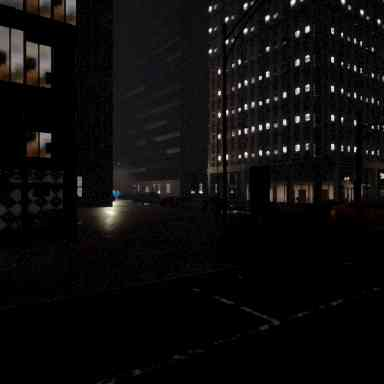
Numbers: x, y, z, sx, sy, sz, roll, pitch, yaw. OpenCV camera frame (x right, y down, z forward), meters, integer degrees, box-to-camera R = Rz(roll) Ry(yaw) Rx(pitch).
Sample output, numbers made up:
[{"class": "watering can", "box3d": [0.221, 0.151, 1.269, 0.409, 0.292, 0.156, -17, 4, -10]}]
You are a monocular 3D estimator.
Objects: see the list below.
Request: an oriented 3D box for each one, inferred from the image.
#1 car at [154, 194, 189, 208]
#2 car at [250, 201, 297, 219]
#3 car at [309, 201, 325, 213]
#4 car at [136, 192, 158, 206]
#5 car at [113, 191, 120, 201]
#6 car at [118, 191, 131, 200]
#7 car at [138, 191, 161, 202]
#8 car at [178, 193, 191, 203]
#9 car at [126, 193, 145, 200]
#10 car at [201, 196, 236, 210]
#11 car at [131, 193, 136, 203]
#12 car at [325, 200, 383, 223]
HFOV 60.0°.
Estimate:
[{"class": "car", "box3d": [-2.509, 1.211, 40.500, 1.802, 1.307, 4.206, 1, 0, -33]}, {"class": "car", "box3d": [6.389, 1.399, 26.546, 1.802, 1.307, 4.206, 1, 0, -32]}, {"class": "car", "box3d": [13.007, 1.377, 31.239, 1.802, 1.307, 4.206, 1, 0, -32]}, {"class": "car", "box3d": [-5.459, 1.094, 44.996, 1.752, 1.417, 4.829, 1, 0, -33]}, {"class": "car", "box3d": [-15.008, 0.919, 58.874, 1.887, 1.381, 4.507, 1, 0, -35]}, {"class": "car", "box3d": [-13.144, 0.876, 65.716, 1.994, 1.385, 4.181, 0, 1, -36]}, {"class": "car", "box3d": [-7.324, 0.779, 57.543, 2.097, 1.767, 4.553, 0, 1, -35]}, {"class": "car", "box3d": [-1.892, 0.926, 54.336, 1.967, 1.590, 4.097, 1, 0, -35]}, {"class": "car", "box3d": [-11.540, 0.864, 67.781, 1.947, 1.339, 4.313, 1, 0, -36]}, {"class": "car", "box3d": [2.871, 1.184, 36.873, 2.128, 1.511, 4.902, 0, 1, -32]}, {"class": "car", "box3d": [-7.511, 1.041, 52.745, 1.994, 1.385, 4.181, 0, 1, -34]}, {"class": "car", "box3d": [12.141, 1.360, 22.775, 1.882, 1.535, 5.008, -1, 1, -38]}]
